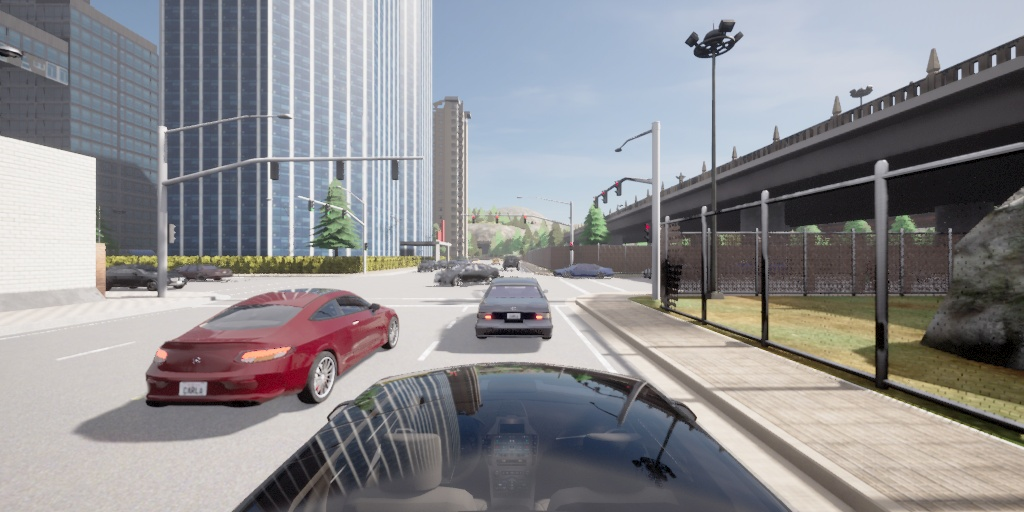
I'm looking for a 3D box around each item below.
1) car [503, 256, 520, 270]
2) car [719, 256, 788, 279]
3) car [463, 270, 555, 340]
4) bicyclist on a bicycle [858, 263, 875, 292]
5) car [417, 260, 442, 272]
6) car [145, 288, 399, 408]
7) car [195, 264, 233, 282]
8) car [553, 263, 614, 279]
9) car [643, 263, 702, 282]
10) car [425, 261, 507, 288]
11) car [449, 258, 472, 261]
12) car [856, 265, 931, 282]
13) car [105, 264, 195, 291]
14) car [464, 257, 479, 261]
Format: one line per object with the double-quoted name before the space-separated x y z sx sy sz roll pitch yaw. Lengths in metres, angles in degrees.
"car" -0.070 1.008 51.606 2.150 2.045 5.566 0 0 1
"car" 21.942 1.051 32.690 5.566 2.045 2.150 0 0 0
"car" 0.079 1.304 10.015 2.033 1.411 5.357 0 0 1
"bicyclist on a bicycle" 18.266 1.118 18.191 0.582 1.620 1.656 0 0 0
"car" -10.678 1.287 45.755 1.837 1.490 4.892 0 0 0
"car" -3.449 1.279 6.195 1.812 1.442 4.674 0 0 0
"car" -25.730 1.373 28.991 5.357 1.411 2.033 0 0 0
"car" 6.472 1.369 32.626 5.357 1.411 2.033 0 0 0
"car" 13.174 1.331 29.153 4.892 1.490 1.837 0 0 0
"car" -3.082 1.283 24.703 4.902 1.511 2.128 0 -1 -43
"car" -7.179 1.349 49.529 1.994 1.385 4.181 0 0 0
"car" 30.781 1.427 29.220 4.718 1.301 1.895 0 0 0
"car" -22.584 1.346 21.824 4.674 1.442 1.812 0 0 0
"car" -7.184 1.339 58.766 2.033 1.411 5.357 0 0 0
